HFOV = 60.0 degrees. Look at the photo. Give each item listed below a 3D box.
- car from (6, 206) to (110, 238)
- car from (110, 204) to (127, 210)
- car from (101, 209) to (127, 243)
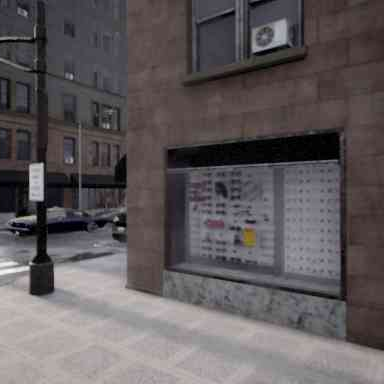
[{"bbox_3d":[-6.905,1.610,17.416,1.895,1.301,4.718,0,0,36],"label":"car"},{"bbox_3d":[-5.079,1.575,24.298,2.008,1.369,4.403,0,0,35],"label":"car"},{"bbox_3d":[-1.689,1.556,15.225,1.947,1.339,4.313,0,0,35],"label":"car"}]
